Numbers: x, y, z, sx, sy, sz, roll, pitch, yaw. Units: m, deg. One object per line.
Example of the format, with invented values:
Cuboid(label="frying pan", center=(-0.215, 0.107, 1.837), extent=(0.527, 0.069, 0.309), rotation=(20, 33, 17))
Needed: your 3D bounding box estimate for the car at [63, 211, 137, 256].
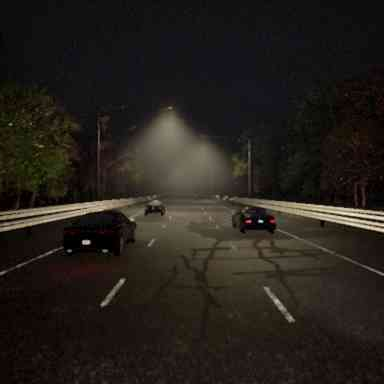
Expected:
Cuboid(label="car", center=(-3.446, 1.486, 13.259), extent=(1.882, 1.535, 5.008), rotation=(0, 0, 0))

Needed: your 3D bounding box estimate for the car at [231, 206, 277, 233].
Cuboid(label="car", center=(3.513, 1.559, 19.623), extent=(2.033, 1.411, 5.357), rotation=(0, 0, 0))

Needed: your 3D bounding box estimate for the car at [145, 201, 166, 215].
Cuboid(label="car", center=(-3.639, 1.563, 33.609), extent=(2.033, 1.411, 5.357), rotation=(0, 0, -1))

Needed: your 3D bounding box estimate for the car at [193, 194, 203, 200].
Cuboid(label="car", center=(1.894, 1.479, 89.992), extent=(1.882, 1.535, 5.008), rotation=(0, 0, -2))
